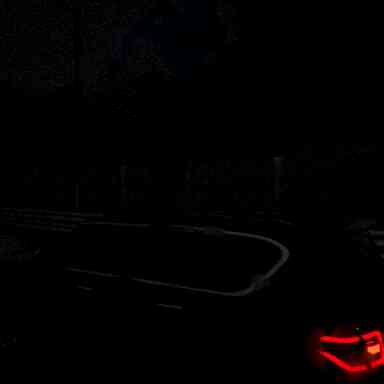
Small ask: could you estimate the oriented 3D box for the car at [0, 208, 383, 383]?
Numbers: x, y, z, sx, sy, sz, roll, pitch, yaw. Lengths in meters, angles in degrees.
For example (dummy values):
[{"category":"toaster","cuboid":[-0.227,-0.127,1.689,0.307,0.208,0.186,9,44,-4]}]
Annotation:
[{"category":"car","cuboid":[-0.439,1.230,4.304,5.566,2.045,2.150,0,0,35]}]
